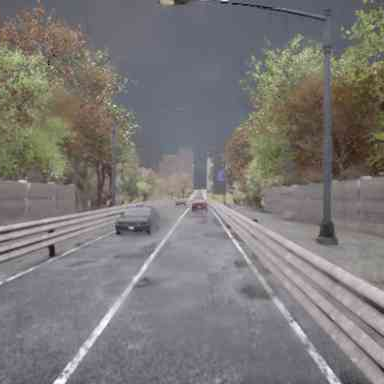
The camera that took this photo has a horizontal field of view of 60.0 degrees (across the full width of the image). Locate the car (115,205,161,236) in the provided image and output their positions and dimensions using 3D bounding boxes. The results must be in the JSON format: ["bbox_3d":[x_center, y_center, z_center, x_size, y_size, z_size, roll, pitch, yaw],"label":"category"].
[{"bbox_3d":[-2.927,1.495,18.829,1.882,1.535,5.008,0,0,1],"label":"car"}]

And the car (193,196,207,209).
[{"bbox_3d":[1.187,1.578,51.126,2.097,1.767,4.553,0,-1,1],"label":"car"}]

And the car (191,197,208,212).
[{"bbox_3d":[0.940,1.596,40.717,1.882,1.535,5.008,0,0,1],"label":"car"}]

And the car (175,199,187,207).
[{"bbox_3d":[-1.917,1.875,59.087,2.033,1.411,5.357,0,-1,2],"label":"car"}]
